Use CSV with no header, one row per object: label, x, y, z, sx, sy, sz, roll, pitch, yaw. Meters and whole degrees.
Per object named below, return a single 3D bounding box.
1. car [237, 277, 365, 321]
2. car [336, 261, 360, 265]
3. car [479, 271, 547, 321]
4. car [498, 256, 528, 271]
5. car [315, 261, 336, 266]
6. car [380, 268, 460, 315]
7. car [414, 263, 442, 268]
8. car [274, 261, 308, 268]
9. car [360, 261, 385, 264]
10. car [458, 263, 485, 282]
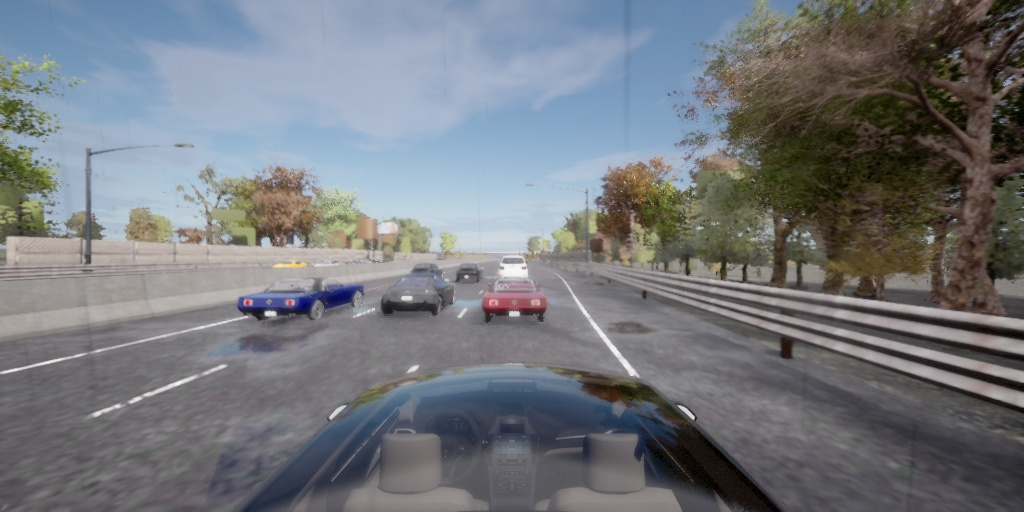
car,-6.915,1.374,12.518,1.895,1.301,4.718,0,0,0
car,-21.062,1.367,48.230,2.128,1.511,4.902,0,0,0
car,0.085,1.375,12.511,1.895,1.301,4.718,0,0,0
car,0.092,1.033,28.196,2.150,2.045,5.566,0,0,0
car,-24.561,1.397,47.691,1.812,1.442,4.674,0,0,0
car,-3.413,1.341,13.683,1.994,1.385,4.181,0,0,0
car,-6.907,1.320,29.427,1.837,1.490,4.892,0,0,0
car,-28.035,1.342,45.516,1.882,1.535,5.008,0,0,0
car,-17.572,1.470,46.771,1.895,1.301,4.718,0,0,0
car,-3.406,1.320,29.411,1.837,1.490,4.892,0,0,0
